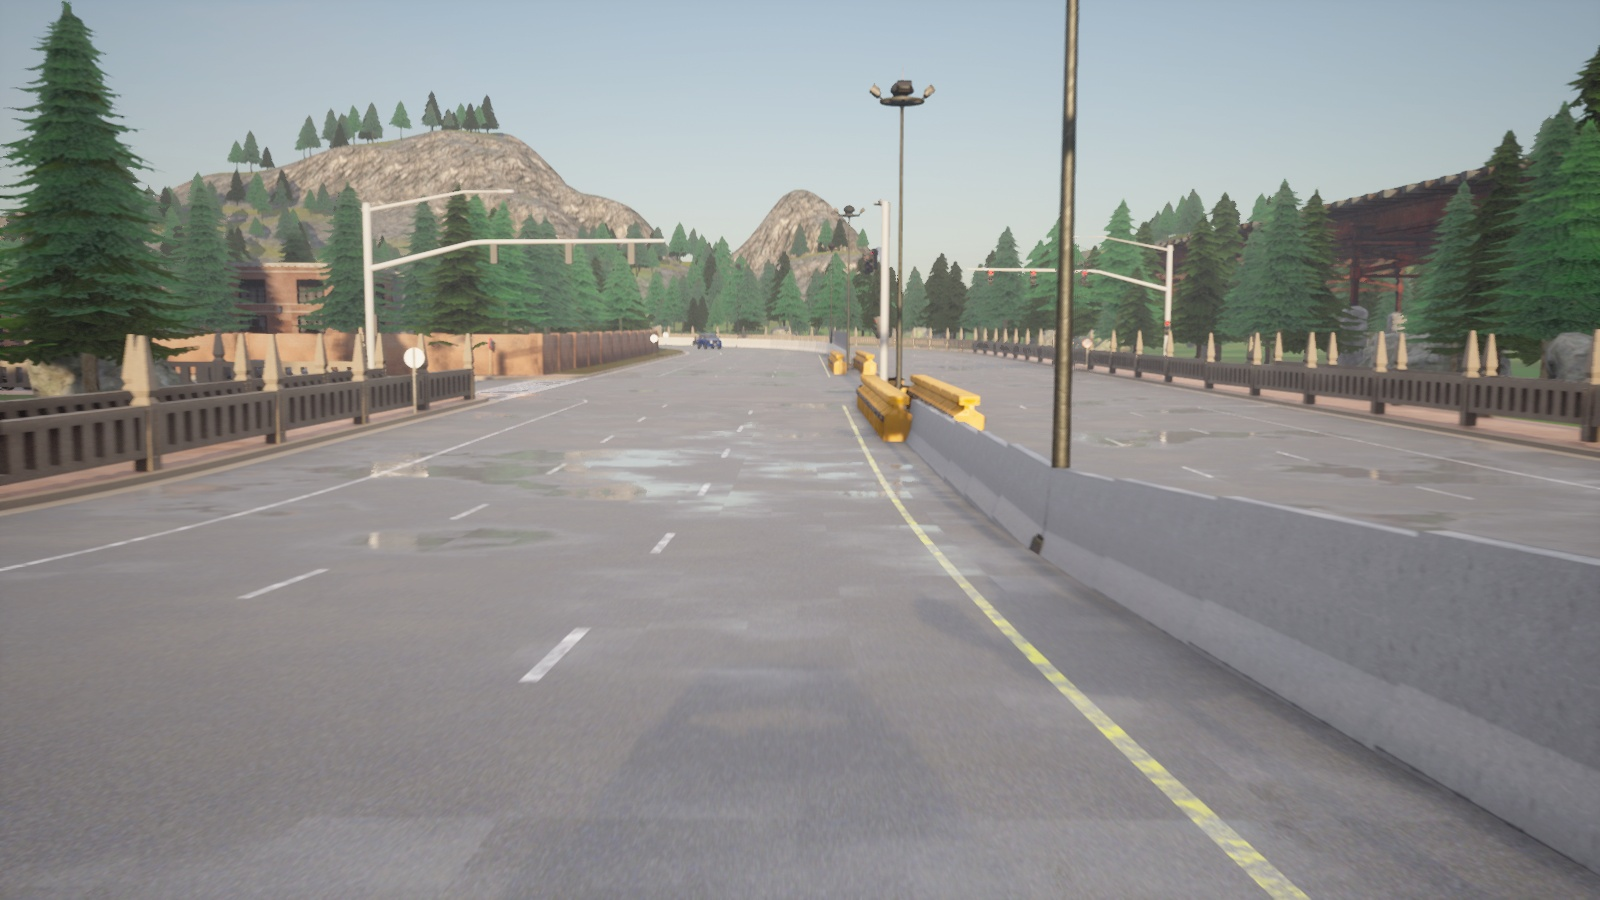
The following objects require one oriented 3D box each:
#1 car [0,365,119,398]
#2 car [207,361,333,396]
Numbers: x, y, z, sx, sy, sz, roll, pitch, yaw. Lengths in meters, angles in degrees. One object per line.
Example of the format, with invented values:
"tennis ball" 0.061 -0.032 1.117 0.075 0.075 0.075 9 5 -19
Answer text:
"car" -34.817 -3.175 58.139 5.357 1.411 2.033 0 6 0
"car" -24.478 -3.306 58.147 4.902 1.511 2.128 0 6 0
